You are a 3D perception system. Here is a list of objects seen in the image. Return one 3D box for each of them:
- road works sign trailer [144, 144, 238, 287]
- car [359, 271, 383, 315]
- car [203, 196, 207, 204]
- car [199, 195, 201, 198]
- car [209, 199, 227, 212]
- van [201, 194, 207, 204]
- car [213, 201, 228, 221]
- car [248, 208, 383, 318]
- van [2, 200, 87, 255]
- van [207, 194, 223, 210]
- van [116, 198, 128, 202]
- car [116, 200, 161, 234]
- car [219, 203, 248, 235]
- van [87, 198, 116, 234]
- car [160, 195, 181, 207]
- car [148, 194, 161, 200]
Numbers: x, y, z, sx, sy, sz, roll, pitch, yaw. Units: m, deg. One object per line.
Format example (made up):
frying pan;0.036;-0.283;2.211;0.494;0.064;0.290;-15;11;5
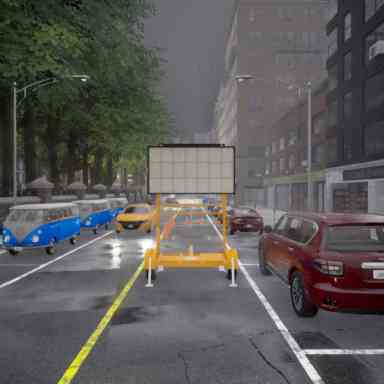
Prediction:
road works sign trailer;-0.017;0.462;9.312;2.380;3.560;2.880;0;0;0
car;2.851;1.582;1.703;1.802;1.307;4.206;0;0;0
car;2.779;1.513;41.326;1.887;1.381;4.507;0;0;0
car;2.748;1.505;58.308;1.947;1.339;4.313;0;0;0
car;2.799;1.564;30.006;1.802;1.307;4.206;0;0;0
van;2.758;1.291;52.647;1.690;1.788;3.998;0;0;0
car;2.810;1.570;24.345;1.802;1.307;4.206;0;0;0
car;2.840;1.314;7.363;2.192;1.841;5.009;0;0;0
van;-5.695;1.337;12.986;1.690;1.788;3.998;0;0;0
van;2.789;1.317;35.666;1.690;1.788;3.998;0;0;0
van;-5.716;1.329;24.301;1.690;1.788;3.998;0;0;0
car;-3.136;1.470;19.500;1.882;1.535;5.008;0;0;0
car;2.820;1.538;18.685;1.887;1.381;4.507;0;0;0
van;-5.706;1.334;18.643;1.690;1.788;3.998;0;0;0
car;-3.090;1.520;48.832;1.994;1.385;4.181;0;0;0
car;-5.767;1.265;52.591;2.192;1.841;5.009;0;0;0
